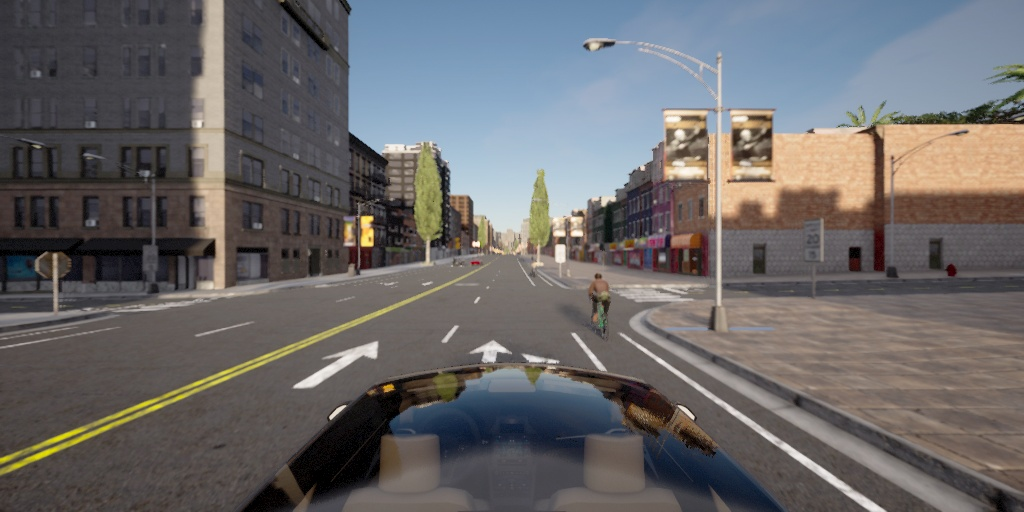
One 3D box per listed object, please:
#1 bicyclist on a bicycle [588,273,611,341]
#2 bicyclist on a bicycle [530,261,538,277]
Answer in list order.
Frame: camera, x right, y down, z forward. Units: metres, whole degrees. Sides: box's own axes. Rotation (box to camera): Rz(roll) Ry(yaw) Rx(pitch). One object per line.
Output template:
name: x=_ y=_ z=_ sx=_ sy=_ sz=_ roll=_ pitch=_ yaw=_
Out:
bicyclist on a bicycle: x=2.250 y=1.260 z=9.191 sx=0.582 sy=1.620 sz=1.656 roll=0 pitch=-1 yaw=0
bicyclist on a bicycle: x=2.232 y=1.292 z=35.917 sx=0.866 sy=1.612 sz=1.509 roll=0 pitch=0 yaw=0
